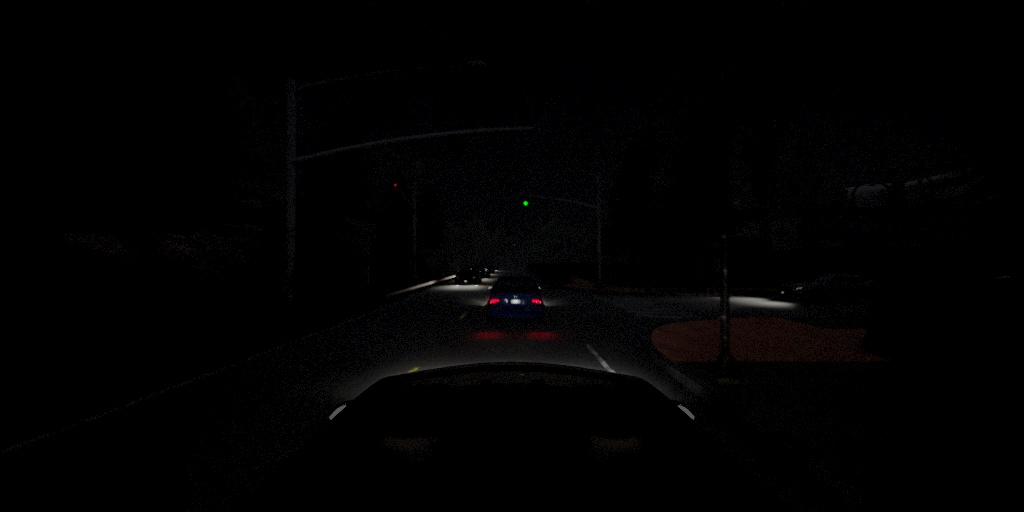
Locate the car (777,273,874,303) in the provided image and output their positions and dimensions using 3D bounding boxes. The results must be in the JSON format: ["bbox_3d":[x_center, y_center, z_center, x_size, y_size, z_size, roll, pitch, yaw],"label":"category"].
[{"bbox_3d":[16.314,1.606,18.352,4.674,1.442,1.812,0,-1,5],"label":"car"}]

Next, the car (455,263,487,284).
[{"bbox_3d":[-3.591,1.595,30.431,2.033,1.411,5.357,0,-1,0],"label":"car"}]

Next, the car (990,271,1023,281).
[{"bbox_3d":[26.526,1.287,16.919,5.566,2.045,2.150,0,-1,13],"label":"car"}]

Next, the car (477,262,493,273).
[{"bbox_3d":[-3.589,1.502,40.277,2.097,1.767,4.553,0,-1,0],"label":"car"}]

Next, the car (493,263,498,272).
[{"bbox_3d":[-3.558,1.819,52.016,2.033,1.411,5.357,0,-1,0],"label":"car"}]

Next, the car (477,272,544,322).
[{"bbox_3d":[0.107,1.442,12.883,2.033,1.411,5.357,0,-2,0],"label":"car"}]
